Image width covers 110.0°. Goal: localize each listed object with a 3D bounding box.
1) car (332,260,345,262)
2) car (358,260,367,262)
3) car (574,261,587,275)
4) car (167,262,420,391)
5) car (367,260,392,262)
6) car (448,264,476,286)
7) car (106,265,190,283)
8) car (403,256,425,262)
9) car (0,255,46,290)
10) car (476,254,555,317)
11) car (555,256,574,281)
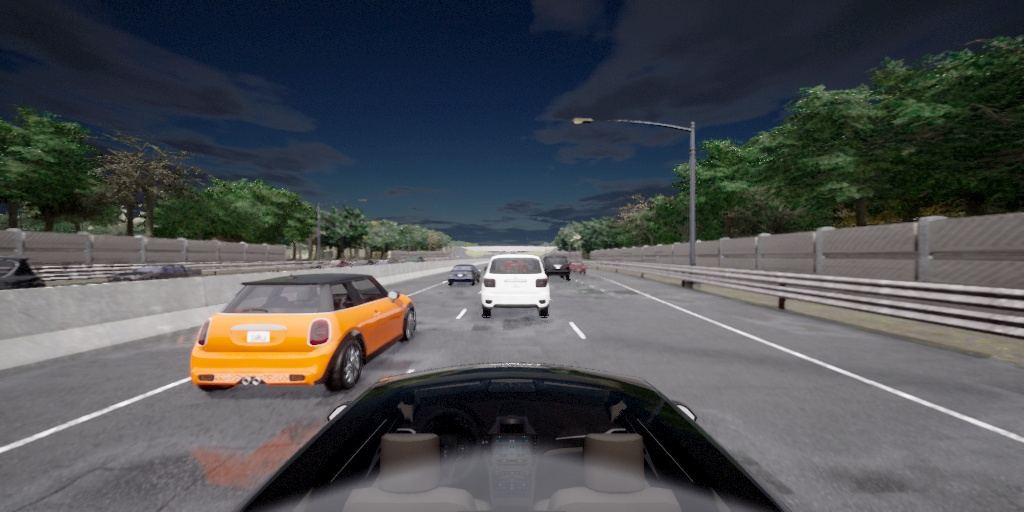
[{"bbox_3d":[-24.322,1.328,49.991,1.812,1.442,4.674,0,0,1],"label":"car"},{"bbox_3d":[-20.818,1.309,50.626,1.837,1.490,4.892,0,0,1],"label":"car"},{"bbox_3d":[7.115,1.308,40.178,1.812,1.442,4.674,0,0,2],"label":"car"},{"bbox_3d":[-3.395,1.102,6.931,2.097,1.767,4.553,0,0,0],"label":"car"},{"bbox_3d":[-17.341,1.348,48.927,2.033,1.411,5.357,0,0,1],"label":"car"},{"bbox_3d":[-3.339,1.305,25.683,2.033,1.411,5.357,0,0,0],"label":"car"},{"bbox_3d":[-23.798,1.302,24.317,2.033,1.411,5.357,0,0,-3],"label":"car"},{"bbox_3d":[-13.822,1.028,50.426,2.150,2.045,5.566,0,0,1],"label":"car"},{"bbox_3d":[-14.096,0.970,7.653,2.150,2.045,5.566,0,0,0],"label":"car"},{"bbox_3d":[0.114,0.972,13.276,2.150,2.045,5.566,0,0,0],"label":"car"},{"bbox_3d":[3.585,0.987,30.582,2.150,2.045,5.566,0,0,0],"label":"car"}]
